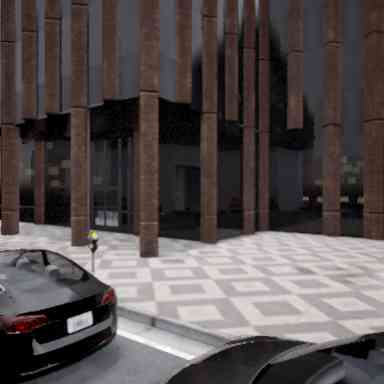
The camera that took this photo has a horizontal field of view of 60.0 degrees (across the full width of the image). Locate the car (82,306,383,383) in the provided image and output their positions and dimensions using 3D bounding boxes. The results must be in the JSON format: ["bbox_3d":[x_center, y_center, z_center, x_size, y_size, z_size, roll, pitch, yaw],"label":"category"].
[{"bbox_3d":[1.576,1.567,1.839,4.313,1.339,1.947,0,0,35],"label":"car"}]

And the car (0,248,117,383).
[{"bbox_3d":[-2.999,1.549,5.101,4.313,1.339,1.947,0,0,35],"label":"car"}]
